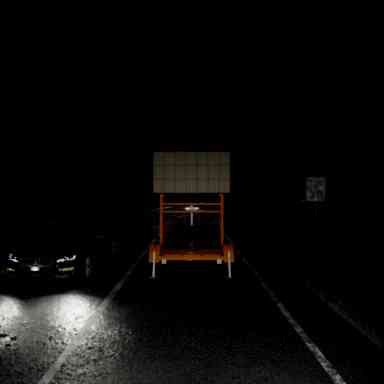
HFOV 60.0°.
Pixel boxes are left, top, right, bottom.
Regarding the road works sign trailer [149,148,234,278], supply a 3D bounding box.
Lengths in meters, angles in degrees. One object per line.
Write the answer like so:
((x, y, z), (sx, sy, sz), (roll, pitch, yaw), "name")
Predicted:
((-0.009, 0.467, 10.123), (2.380, 3.560, 2.880), (0, 0, 0), "road works sign trailer")

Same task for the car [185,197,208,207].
((0.806, 1.504, 50.955), (2.033, 1.411, 5.357), (0, 0, 24), "car")

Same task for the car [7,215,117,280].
((-3.579, 1.507, 10.040), (1.837, 1.490, 4.892), (0, 0, 0), "car")

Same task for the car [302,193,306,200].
((25.432, 0.940, 72.537), (5.357, 1.411, 2.033), (-2, 0, -31), "car")
